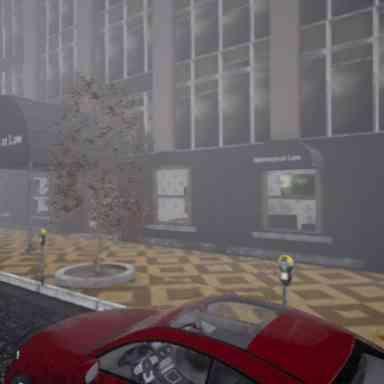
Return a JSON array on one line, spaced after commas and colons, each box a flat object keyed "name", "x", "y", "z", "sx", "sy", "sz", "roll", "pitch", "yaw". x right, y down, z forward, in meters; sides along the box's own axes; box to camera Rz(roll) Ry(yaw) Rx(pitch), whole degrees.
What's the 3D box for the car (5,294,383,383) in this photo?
[{"name": "car", "x": 0.123, "y": 1.586, "z": 2.786, "sx": 4.206, "sy": 1.307, "sz": 1.802, "roll": 0, "pitch": 0, "yaw": 35}]
